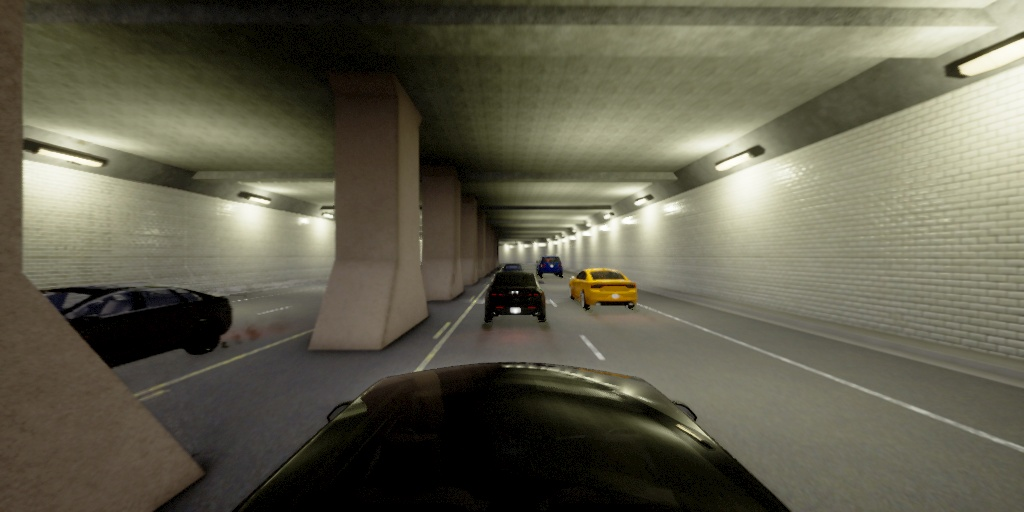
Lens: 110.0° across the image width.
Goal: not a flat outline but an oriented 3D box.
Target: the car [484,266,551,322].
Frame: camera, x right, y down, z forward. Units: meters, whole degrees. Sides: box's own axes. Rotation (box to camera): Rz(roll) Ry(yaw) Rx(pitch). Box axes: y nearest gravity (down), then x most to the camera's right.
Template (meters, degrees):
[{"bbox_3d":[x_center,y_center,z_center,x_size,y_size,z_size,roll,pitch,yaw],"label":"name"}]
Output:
[{"bbox_3d":[0.099,1.270,12.401,1.837,1.490,4.892,0,0,0],"label":"car"}]

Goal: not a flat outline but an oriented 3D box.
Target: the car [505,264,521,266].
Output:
[{"bbox_3d":[0.098,1.338,30.348,2.033,1.411,5.357,0,0,0],"label":"car"}]

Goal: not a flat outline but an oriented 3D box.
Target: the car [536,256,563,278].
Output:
[{"bbox_3d":[3.596,1.019,34.941,2.150,2.045,5.566,0,0,0],"label":"car"}]

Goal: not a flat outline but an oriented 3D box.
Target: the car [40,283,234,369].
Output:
[{"bbox_3d":[-7.100,1.247,5.920,2.128,1.511,4.902,0,0,0],"label":"car"}]

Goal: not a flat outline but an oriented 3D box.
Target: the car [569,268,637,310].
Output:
[{"bbox_3d":[3.599,1.247,14.945,1.882,1.535,5.008,0,0,0],"label":"car"}]

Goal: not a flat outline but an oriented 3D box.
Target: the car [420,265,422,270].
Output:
[{"bbox_3d":[-10.584,1.377,46.328,1.994,1.385,4.181,0,0,0],"label":"car"}]
